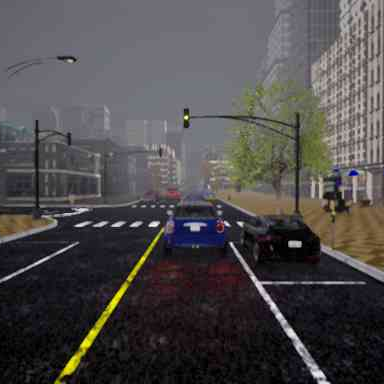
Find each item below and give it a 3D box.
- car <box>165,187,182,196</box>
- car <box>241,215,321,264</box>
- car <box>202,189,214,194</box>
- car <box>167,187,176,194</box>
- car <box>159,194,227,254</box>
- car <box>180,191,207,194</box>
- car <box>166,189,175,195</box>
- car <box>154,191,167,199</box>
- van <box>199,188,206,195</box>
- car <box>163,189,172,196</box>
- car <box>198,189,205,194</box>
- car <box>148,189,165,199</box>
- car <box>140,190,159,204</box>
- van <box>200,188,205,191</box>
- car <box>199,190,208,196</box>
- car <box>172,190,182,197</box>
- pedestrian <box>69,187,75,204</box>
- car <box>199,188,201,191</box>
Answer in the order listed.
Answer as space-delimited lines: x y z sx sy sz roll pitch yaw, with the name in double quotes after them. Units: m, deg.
-3.057 0.264 52.277 2.150 2.045 5.566 0 1 0 "car"
2.696 1.366 10.783 1.947 1.339 4.313 0 1 0 "car"
2.704 0.626 48.975 1.752 1.417 4.829 0 1 0 "car"
-5.666 -0.391 93.202 2.192 1.841 5.009 0 1 0 "car"
0.103 1.120 12.599 2.097 1.767 4.553 0 1 0 "car"
0.107 0.926 33.783 2.033 1.411 5.357 0 1 0 "car"
-5.668 -0.054 87.656 2.008 1.369 4.403 0 1 0 "car"
-5.674 0.452 59.906 2.008 1.369 4.403 0 1 0 "car"
2.714 -0.264 87.653 1.690 1.788 3.998 0 1 0 "van"
-5.670 0.126 76.385 1.752 1.417 4.829 0 1 0 "car"
2.714 -0.184 93.376 1.752 1.417 4.829 0 1 0 "car"
-5.675 0.419 48.801 2.192 1.841 5.009 0 1 0 "car"
-5.677 0.787 43.255 1.802 1.307 4.206 0 1 0 "car"
2.706 0.344 54.352 1.690 1.788 3.998 0 1 0 "van"
2.710 0.163 76.557 1.947 1.339 4.313 0 1 0 "car"
-2.990 0.278 67.990 1.812 1.442 4.674 0 1 0 "car"
-12.742 0.388 35.253 0.375 1.860 0.375 0 0 -1 "pedestrian"
2.707 0.351 65.456 2.008 1.369 4.403 0 1 0 "car"
